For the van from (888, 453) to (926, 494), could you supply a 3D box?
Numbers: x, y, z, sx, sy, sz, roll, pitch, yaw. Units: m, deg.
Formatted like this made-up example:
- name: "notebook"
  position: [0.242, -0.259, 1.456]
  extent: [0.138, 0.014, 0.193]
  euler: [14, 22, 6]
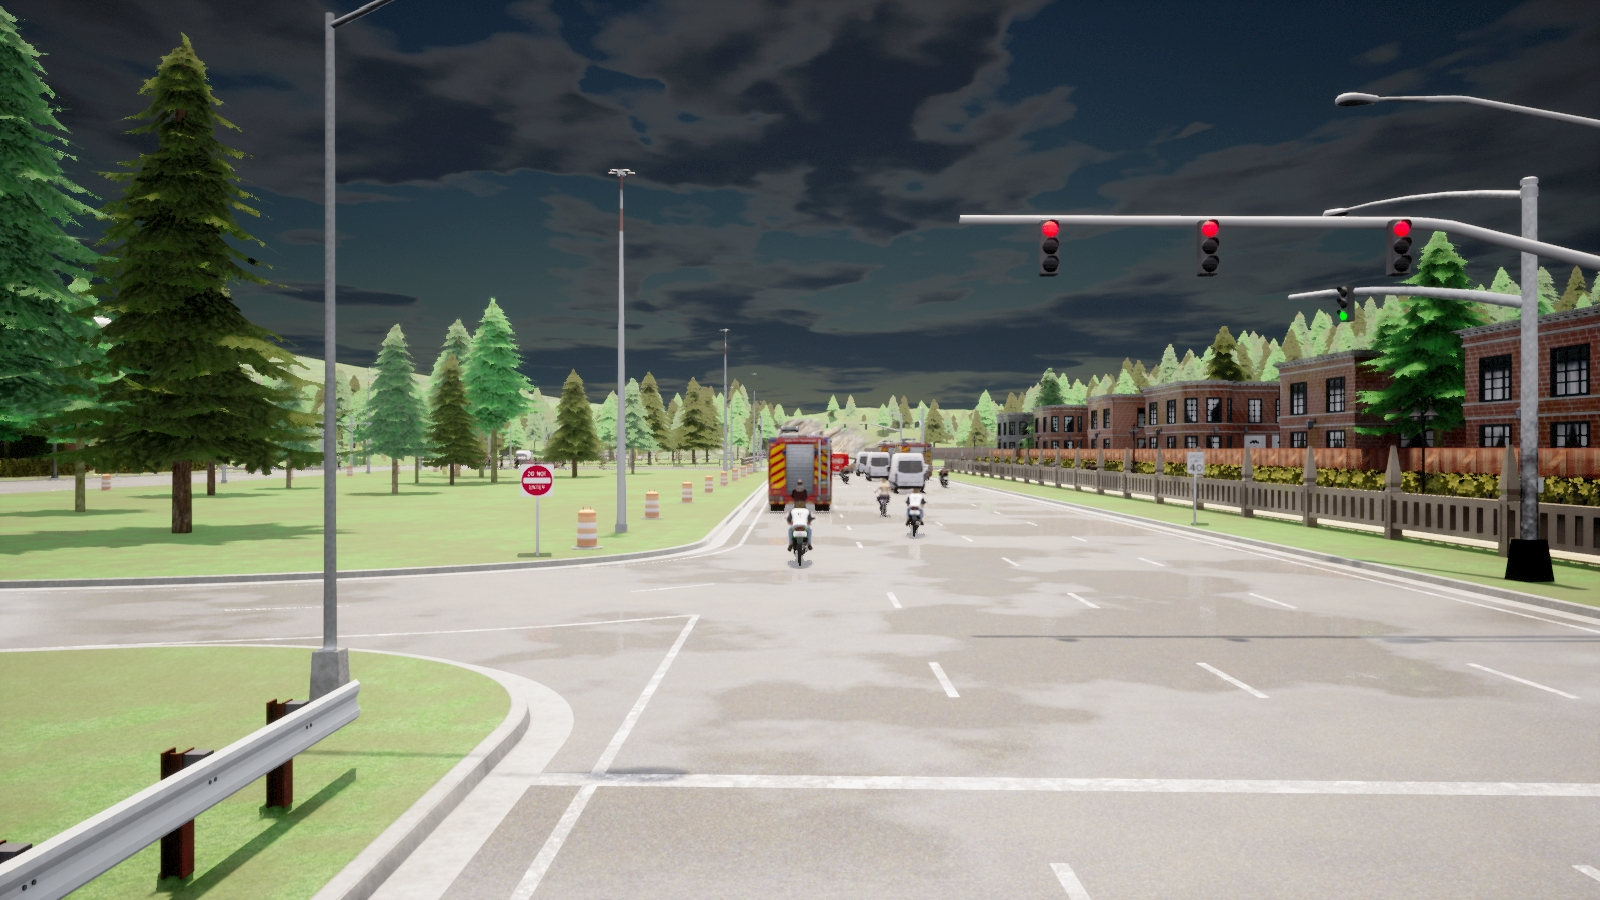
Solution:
- name: "van"
  position: [6.994, 1.499, 75.190]
  extent: [1.988, 2.561, 5.915]
  euler: [0, 0, 0]

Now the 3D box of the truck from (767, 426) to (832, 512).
- name: "truck"
  position: [-0.007, 0.864, 55.149]
  extent: [2.891, 3.827, 8.468]
  euler: [0, 0, 0]

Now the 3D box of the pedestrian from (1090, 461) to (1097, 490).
- name: "pedestrian"
  position: [19.136, 1.662, 74.483]
  extent: [0.375, 1.860, 0.375]
  euler: [0, 0, -2]

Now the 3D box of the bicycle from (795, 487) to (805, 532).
- name: "bicycle"
  position: [-0.008, 2.041, 39.476]
  extent: [0.329, 1.471, 1.835]
  euler: [0, 0, 0]

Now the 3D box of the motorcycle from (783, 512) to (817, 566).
- name: "motorcycle"
  position: [-0.002, 2.172, 28.150]
  extent: [0.803, 1.199, 2.033]
  euler: [0, 0, 0]

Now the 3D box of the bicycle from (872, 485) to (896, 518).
- name: "bicycle"
  position: [3.498, 2.135, 47.682]
  extent: [0.859, 1.277, 1.487]
  euler: [0, 0, 0]

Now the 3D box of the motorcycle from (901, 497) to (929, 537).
- name: "motorcycle"
  position: [3.751, 2.167, 37.293]
  extent: [0.803, 1.199, 2.033]
  euler: [2, 0, 8]
